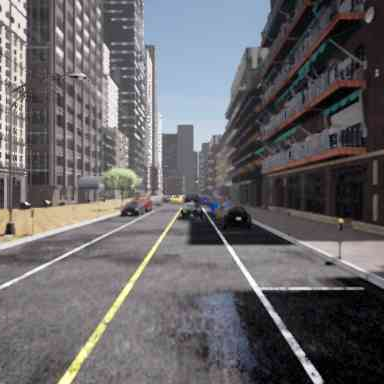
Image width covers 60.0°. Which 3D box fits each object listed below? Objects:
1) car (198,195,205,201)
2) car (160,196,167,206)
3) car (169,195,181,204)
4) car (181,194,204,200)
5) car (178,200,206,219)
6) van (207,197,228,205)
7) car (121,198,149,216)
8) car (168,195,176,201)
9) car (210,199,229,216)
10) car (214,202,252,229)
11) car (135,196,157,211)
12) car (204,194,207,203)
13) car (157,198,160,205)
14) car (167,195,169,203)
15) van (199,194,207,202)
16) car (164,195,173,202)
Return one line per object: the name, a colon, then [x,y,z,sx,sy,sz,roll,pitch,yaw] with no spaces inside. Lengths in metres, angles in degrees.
car: [2.707,1.667,93.086,1.887,1.381,4.507,0,0,0]
car: [-5.681,1.599,54.429,2.008,1.369,4.403,0,0,0]
car: [-2.994,1.568,66.300,1.882,1.535,5.008,0,0,0]
car: [0.044,1.255,42.464,2.150,2.045,5.566,0,0,1]
car: [0.008,1.617,29.280,1.895,1.301,4.718,0,0,0]
van: [2.695,1.360,32.336,1.690,1.788,3.998,0,0,0]
car: [-5.686,1.586,32.338,1.947,1.339,4.313,0,0,0]
car: [-5.674,1.673,93.087,2.008,1.369,4.403,0,0,0]
car: [2.694,1.539,26.982,1.752,1.417,4.829,0,0,0]
car: [2.693,1.576,21.289,1.947,1.339,4.313,0,0,0]
car: [-5.685,1.341,37.860,2.192,1.841,5.009,0,0,0]
car: [2.373,1.536,61.325,1.882,1.535,5.008,0,0,0]
car: [-5.684,1.584,43.383,2.008,1.369,4.403,0,0,0]
car: [-5.678,1.641,70.997,1.947,1.339,4.313,0,0,0]
van: [2.704,1.437,82.041,1.690,1.788,3.998,0,0,0]
car: [-5.676,1.537,82.044,1.967,1.590,4.097,0,0,0]
